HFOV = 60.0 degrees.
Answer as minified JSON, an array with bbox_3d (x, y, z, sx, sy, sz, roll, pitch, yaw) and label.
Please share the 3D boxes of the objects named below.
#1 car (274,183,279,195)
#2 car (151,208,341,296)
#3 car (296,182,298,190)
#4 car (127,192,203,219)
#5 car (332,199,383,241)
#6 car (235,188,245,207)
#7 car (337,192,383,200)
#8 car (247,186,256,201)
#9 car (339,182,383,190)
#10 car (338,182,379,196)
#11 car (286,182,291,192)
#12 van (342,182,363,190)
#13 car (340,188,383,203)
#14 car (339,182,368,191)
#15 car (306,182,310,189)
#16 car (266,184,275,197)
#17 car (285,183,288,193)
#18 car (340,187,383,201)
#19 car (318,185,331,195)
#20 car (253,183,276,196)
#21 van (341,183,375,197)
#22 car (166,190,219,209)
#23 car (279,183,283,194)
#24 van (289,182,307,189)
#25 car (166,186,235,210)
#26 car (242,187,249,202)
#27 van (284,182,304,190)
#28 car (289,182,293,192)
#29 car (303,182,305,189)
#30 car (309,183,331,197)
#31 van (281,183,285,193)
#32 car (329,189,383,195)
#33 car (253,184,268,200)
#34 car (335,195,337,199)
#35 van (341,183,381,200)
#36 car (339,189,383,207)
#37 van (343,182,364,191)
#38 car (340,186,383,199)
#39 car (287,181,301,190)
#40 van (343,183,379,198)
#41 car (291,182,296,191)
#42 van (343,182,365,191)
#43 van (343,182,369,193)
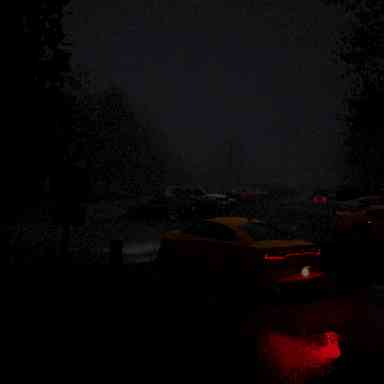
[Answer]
[{"bbox_3d":[9.460,-0.226,47.342,4.553,1.767,2.185,1,2,24],"label":"car"},{"bbox_3d":[0.904,1.379,8.522,1.882,1.535,5.008,2,-1,-31],"label":"car"},{"bbox_3d":[17.455,-0.733,65.046,4.892,1.521,2.231,1,2,24],"label":"car"},{"bbox_3d":[-2.046,1.031,22.116,4.792,1.488,2.163,1,3,24],"label":"car"},{"bbox_3d":[8.798,1.316,14.303,5.008,1.535,2.097,1,3,24],"label":"car"},{"bbox_3d":[1.586,0.659,29.605,5.366,1.575,1.946,1,3,24],"label":"car"},{"bbox_3d":[9.974,1.077,16.804,4.553,1.767,2.185,1,3,24],"label":"car"},{"bbox_3d":[3.539,0.425,34.811,5.366,1.575,1.946,1,3,24],"label":"car"},{"bbox_3d":[15.634,0.387,29.290,5.566,2.045,2.435,1,3,24],"label":"car"},{"bbox_3d":[25.866,-0.507,51.998,5.566,2.045,2.435,1,2,24],"label":"car"},{"bbox_3d":[13.986,-0.435,57.480,4.792,1.488,2.163,1,2,24],"label":"car"},{"bbox_3d":[38.414,-1.475,79.897,4.442,1.987,1.878,1,2,24],"label":"van"},{"bbox_3d":[19.115,0.330,36.977,4.792,1.488,2.163,1,3,24],"label":"car"},{"bbox_3d":[35.062,-1.229,72.287,5.566,2.045,2.435,1,2,24],"label":"car"},{"bbox_3d":[26.639,-1.704,85.246,5.566,2.045,2.435,1,2,24],"label":"car"},{"bbox_3d":[7.312,0.097,42.235,5.366,1.575,1.946,1,3,24],"label":"car"},{"bbox_3d":[12.841,-0.345,54.952,4.792,1.488,2.163,1,2,24],"label":"car"},{"bbox_3d":[20.205,0.232,39.380,4.792,1.488,2.163,1,2,24],"label":"car"},{"bbox_3d":[22.610,-0.431,56.720,1.882,1.535,5.008,1,2,24],"label":"car"},{"bbox_3d":[8.279,-0.004,44.832,4.892,1.521,2.231,1,3,24],"label":"car"},{"bbox_3d":[24.643,-0.393,49.515,4.442,1.987,1.878,1,2,24],"label":"van"},{"bbox_3d":[-0.869,0.887,24.627,5.008,1.535,2.097,1,3,24],"label":"car"},{"bbox_3d":[10.603,-0.164,49.873,4.792,1.488,2.163,1,2,24],"label":"car"},{"bbox_3d":[28.791,-1.787,90.348,4.442,1.987,1.878,1,1,24],"label":"van"},{"bbox_3d":[0.296,0.523,27.133,5.566,2.045,2.435,1,3,24],"label":"car"},{"bbox_3d":[2.568,0.546,32.206,4.892,1.521,2.231,1,3,24],"label":"car"},{"bbox_3d":[25.361,-1.591,82.779,4.442,1.987,1.878,1,2,24],"label":"van"},{"bbox_3d":[15.132,-0.525,60.007,4.792,1.488,2.163,1,2,24],"label":"car"},{"bbox_3d":[23.172,-1.184,77.687,5.008,1.535,2.097,1,2,24],"label":"car"},{"bbox_3d":[18.361,-0.083,47.346,2.128,1.511,4.902,1,2,24],"label":"car"},{"bbox_3d":[11.828,-0.508,52.356,4.442,1.987,1.878,1,2,24],"label":"van"},{"bbox_3d":[13.154,0.860,24.348,5.366,1.575,1.946,1,3,24],"label":"car"},{"bbox_3d":[5.879,0.194,39.973,5.366,1.575,1.946,1,3,24],"label":"car"},{"bbox_3d":[11.011,1.123,19.244,4.792,1.488,2.163,1,3,24],"label":"car"},{"bbox_3d":[21.215,-0.120,41.932,4.442,1.987,1.878,1,2,24],"label":"van"},{"bbox_3d":[16.726,0.553,31.846,4.792,1.488,2.163,1,3,24],"label":"car"},{"bbox_3d":[37.429,-1.377,77.159,4.442,1.987,1.878,1,2,24],"label":"van"},{"bbox_3d":[22.468,0.014,44.429,5.008,1.535,2.097,1,2,24],"label":"car"},{"bbox_3d":[19.571,-0.920,70.179,5.366,1.575,1.946,1,2,24],"label":"car"},{"bbox_3d":[23.712,-0.299,46.897,4.442,1.987,1.878,1,2,24],"label":"van"},{"bbox_3d":[16.135,-0.650,62.598,5.366,1.575,1.946,1,2,24],"label":"car"},{"bbox_3d":[36.338,-1.291,74.751,4.442,1.987,1.878,1,2,24],"label":"van"},{"bbox_3d":[31.765,-0.932,64.663,4.442,1.987,1.878,1,2,24],"label":"van"}]
